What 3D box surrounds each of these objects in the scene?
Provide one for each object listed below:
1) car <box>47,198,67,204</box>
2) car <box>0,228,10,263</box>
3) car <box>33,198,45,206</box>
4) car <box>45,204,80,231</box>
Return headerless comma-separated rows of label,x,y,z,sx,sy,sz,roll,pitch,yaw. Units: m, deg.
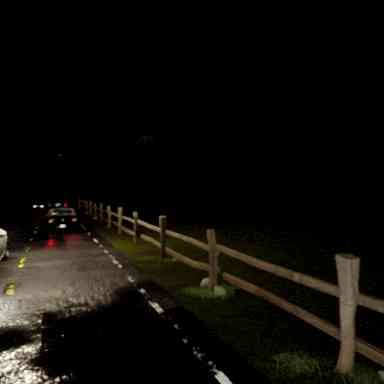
car,-15.361,1.477,38.015,2.097,1.767,4.553,0,0,-23
car,-6.462,1.567,9.559,1.812,1.442,4.674,0,0,-23
car,-29.010,1.851,63.183,2.033,1.411,5.357,0,0,-23
car,-8.251,1.659,21.095,1.895,1.301,4.718,0,0,-23
